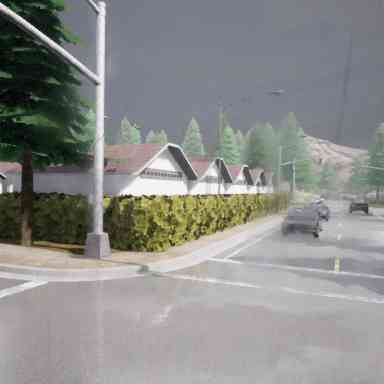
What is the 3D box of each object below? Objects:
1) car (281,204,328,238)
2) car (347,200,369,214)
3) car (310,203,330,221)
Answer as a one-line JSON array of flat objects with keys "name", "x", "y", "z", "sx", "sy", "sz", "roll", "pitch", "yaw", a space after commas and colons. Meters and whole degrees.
[{"name": "car", "x": 6.376, "y": 1.620, "z": 18.925, "sx": 2.033, "sy": 1.411, "sz": 5.357, "roll": 1, "pitch": 0, "yaw": 24}, {"name": "car", "x": 19.148, "y": 1.658, "z": 38.308, "sx": 1.837, "sy": 1.490, "sz": 4.892, "roll": 1, "pitch": 0, "yaw": 23}, {"name": "car", "x": 10.485, "y": 1.644, "z": 27.951, "sx": 1.994, "sy": 1.385, "sz": 4.181, "roll": 1, "pitch": 0, "yaw": 25}]
